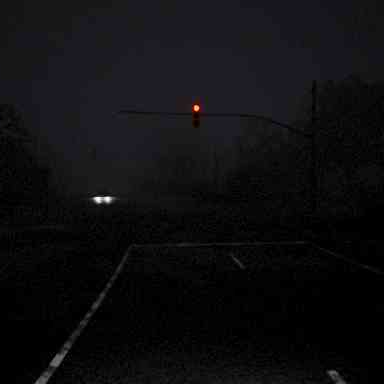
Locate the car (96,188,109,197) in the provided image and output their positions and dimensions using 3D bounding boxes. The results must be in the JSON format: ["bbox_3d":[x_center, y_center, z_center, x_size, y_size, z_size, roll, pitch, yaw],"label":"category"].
[{"bbox_3d":[-14.687,0.077,54.413,1.895,1.301,4.718,-1,2,-19],"label":"car"}]
